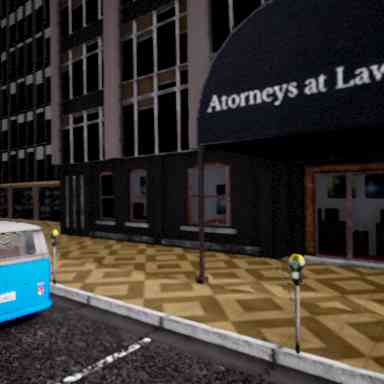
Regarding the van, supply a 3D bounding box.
[{"bbox_3d":[-4.321,1.404,6.218,3.998,1.788,1.690,-1,0,37],"label":"van"}]
